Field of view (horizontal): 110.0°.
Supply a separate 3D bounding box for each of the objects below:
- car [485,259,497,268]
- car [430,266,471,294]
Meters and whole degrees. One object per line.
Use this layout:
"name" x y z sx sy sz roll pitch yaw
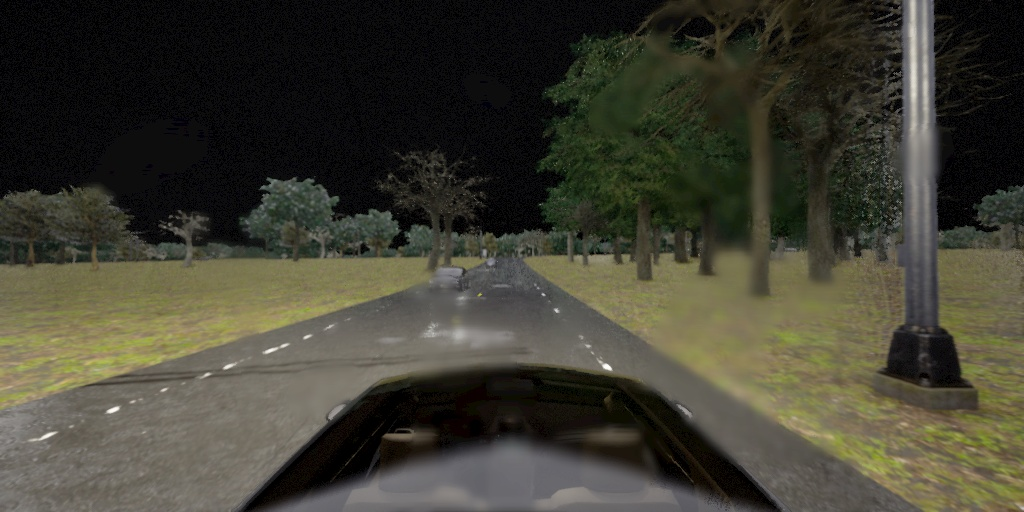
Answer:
"car" -3.565 1.238 61.872 2.128 1.511 4.902 0 1 1
"car" -3.605 1.392 21.640 1.837 1.490 4.892 0 0 0
